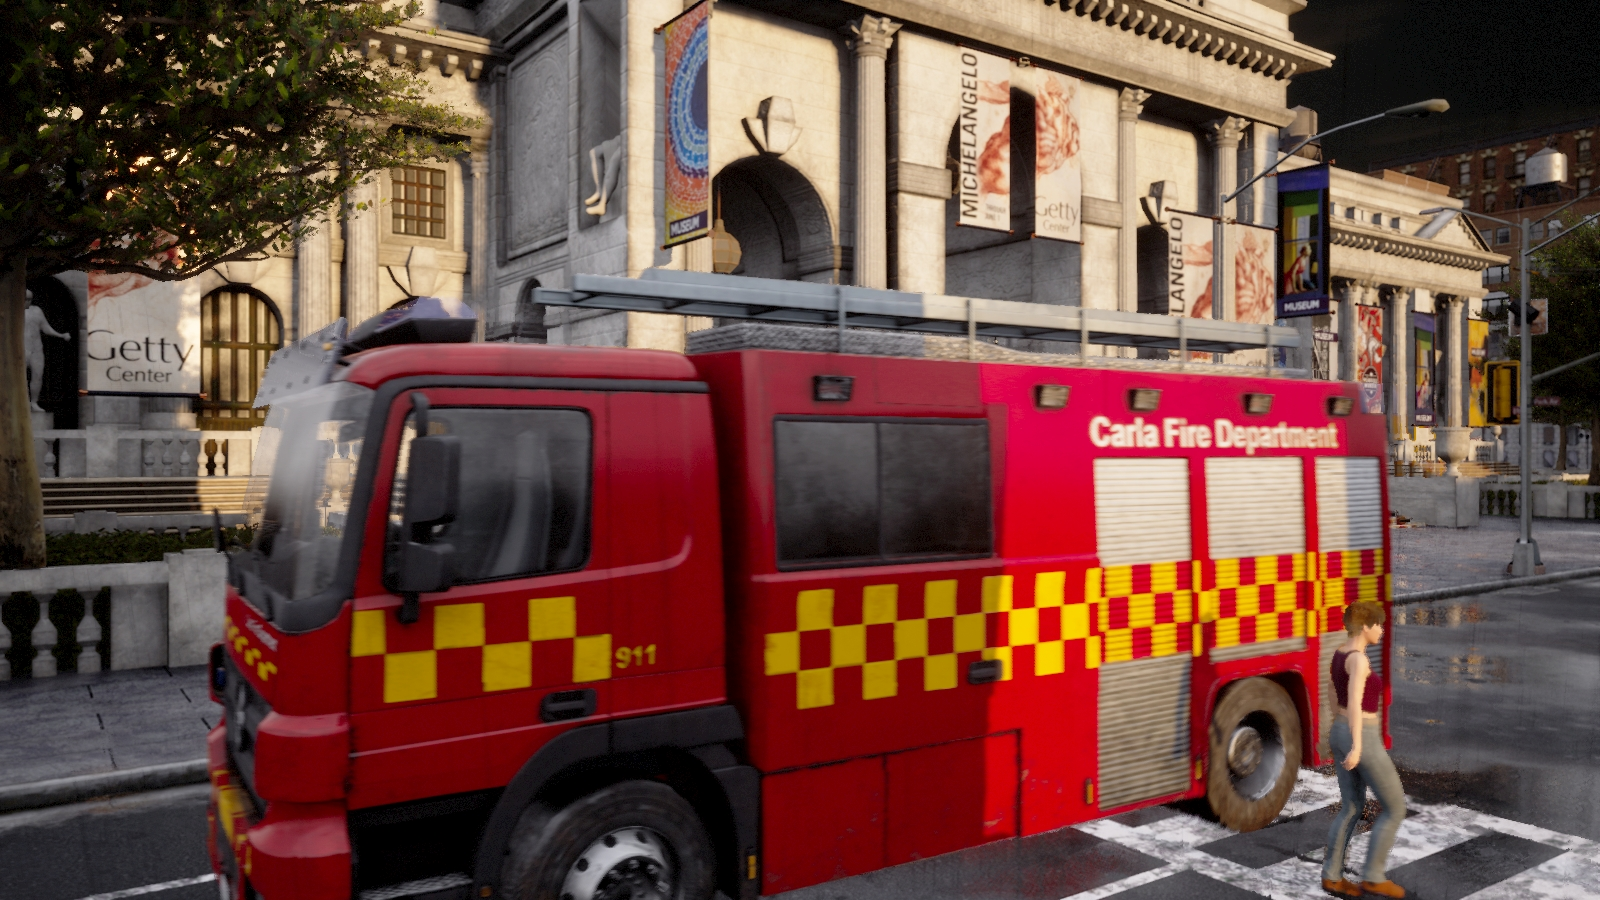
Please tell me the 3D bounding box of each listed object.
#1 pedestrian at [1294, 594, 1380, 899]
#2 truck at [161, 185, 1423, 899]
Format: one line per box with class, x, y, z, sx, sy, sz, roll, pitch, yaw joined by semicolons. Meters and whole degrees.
pedestrian;3.348;1.851;7.134;0.375;1.860;0.375;0;0;4
truck;0.508;0.893;7.900;8.468;3.827;2.891;0;0;-32
